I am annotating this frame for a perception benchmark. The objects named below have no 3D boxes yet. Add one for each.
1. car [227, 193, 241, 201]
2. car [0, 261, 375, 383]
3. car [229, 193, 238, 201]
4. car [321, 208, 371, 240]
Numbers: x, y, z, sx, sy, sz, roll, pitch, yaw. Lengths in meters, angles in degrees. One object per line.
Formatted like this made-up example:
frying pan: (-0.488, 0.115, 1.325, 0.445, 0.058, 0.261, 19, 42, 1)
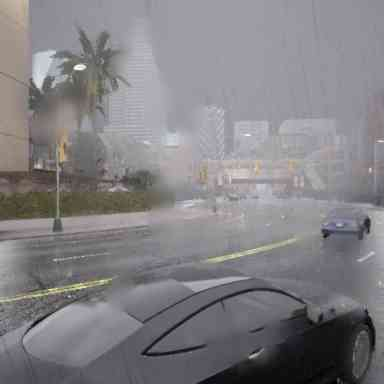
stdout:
car: (10.165, 1.419, 80.938, 2.097, 1.535, 5.008, 0, 0, 7)
car: (0.211, 1.523, 3.613, 4.674, 1.442, 1.812, 0, 0, -39)
car: (10.797, 1.289, 87.333, 2.185, 1.767, 4.553, 0, 0, 7)
car: (8.065, 1.538, 17.256, 2.033, 1.411, 5.357, 0, 0, 33)
